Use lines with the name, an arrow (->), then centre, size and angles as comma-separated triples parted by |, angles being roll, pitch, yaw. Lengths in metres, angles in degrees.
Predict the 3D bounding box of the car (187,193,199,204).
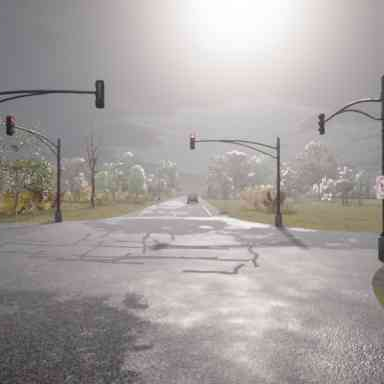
car -> 0.151, 1.292, 67.563 | 2.150, 2.045, 5.566 | 0, 0, 0
